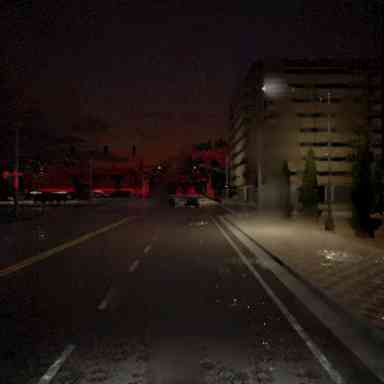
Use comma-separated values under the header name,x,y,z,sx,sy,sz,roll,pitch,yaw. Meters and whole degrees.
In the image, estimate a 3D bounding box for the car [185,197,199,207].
name,x,y,z,sx,sy,sz,roll,pitch,yaw
car,-0.003,1.500,49.244,1.994,1.385,4.181,0,0,0

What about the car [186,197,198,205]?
name,x,y,z,sx,sy,sz,roll,pitch,yaw
car,-0.004,1.555,59.279,1.895,1.301,4.718,0,0,0

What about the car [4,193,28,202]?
name,x,y,z,sx,sy,sz,roll,pitch,yaw
car,-36.036,1.335,68.161,1.970,1.475,3.806,0,0,0

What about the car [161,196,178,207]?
name,x,y,z,sx,sy,sz,roll,pitch,yaw
car,-3.503,1.413,48.827,1.882,1.535,5.008,0,0,0

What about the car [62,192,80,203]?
name,x,y,z,sx,sy,sz,roll,pitch,yaw
car,-30.215,1.325,83.243,1.970,1.475,3.806,0,0,0

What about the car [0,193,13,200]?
name,x,y,z,sx,sy,sz,roll,pitch,yaw
car,-47.113,1.079,83.212,1.932,1.855,4.605,0,0,0

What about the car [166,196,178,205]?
name,x,y,z,sx,sy,sz,roll,pitch,yaw
car,-3.504,1.479,59.248,1.812,1.442,4.674,0,0,0

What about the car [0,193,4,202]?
name,x,y,z,sx,sy,sz,roll,pitch,yaw
car,-38.931,1.303,68.172,1.784,1.438,3.905,0,0,0
